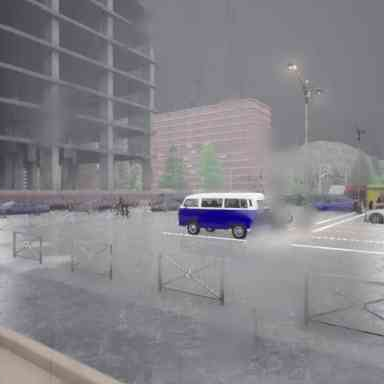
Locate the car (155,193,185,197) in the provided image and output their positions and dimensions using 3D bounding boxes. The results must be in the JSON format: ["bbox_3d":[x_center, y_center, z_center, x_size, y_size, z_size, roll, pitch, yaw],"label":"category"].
[{"bbox_3d":[-3.818,1.166,47.284,2.150,2.045,5.566,0,0,35],"label":"car"}]

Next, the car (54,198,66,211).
[{"bbox_3d":[-15.272,1.436,37.136,2.128,1.511,4.902,0,0,35],"label":"car"}]

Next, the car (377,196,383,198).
[{"bbox_3d":[16.501,1.153,26.010,4.605,1.855,1.932,0,0,36],"label":"car"}]

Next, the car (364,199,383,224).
[{"bbox_3d":[13.297,1.395,21.444,3.806,1.475,1.970,0,0,36],"label":"car"}]

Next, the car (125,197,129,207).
[{"bbox_3d":[-9.990,1.449,38.555,1.837,1.490,4.892,0,0,35],"label":"car"}]

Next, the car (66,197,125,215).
[{"bbox_3d":[-9.417,1.436,32.945,2.128,1.511,4.902,0,0,35],"label":"car"}]

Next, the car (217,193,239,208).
[{"bbox_3d":[6.723,1.450,55.856,1.837,1.490,4.892,0,0,35],"label":"car"}]

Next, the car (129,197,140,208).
[{"bbox_3d":[-9.352,1.436,45.524,2.128,1.511,4.902,0,0,35],"label":"car"}]

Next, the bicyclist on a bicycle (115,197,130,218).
[{"bbox_3d":[-5.455,1.248,25.923,1.656,1.620,0.582,0,0,35],"label":"bicyclist on a bicycle"}]

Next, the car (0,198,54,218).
[{"bbox_3d":[-15.811,1.492,30.296,2.033,1.411,5.357,0,0,35],"label":"car"}]

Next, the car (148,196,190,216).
[{"bbox_3d":[-2.586,1.508,36.567,1.994,1.385,4.181,0,0,35],"label":"car"}]

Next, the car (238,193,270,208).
[{"bbox_3d":[10.296,1.162,54.861,2.150,2.045,5.566,0,0,35],"label":"car"}]
